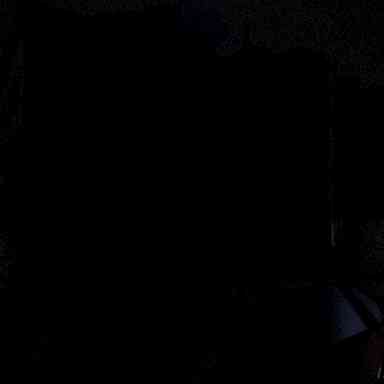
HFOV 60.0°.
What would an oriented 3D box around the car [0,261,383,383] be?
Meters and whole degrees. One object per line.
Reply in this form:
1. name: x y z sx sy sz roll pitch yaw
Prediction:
1. car: 0.483 1.532 3.394 5.357 1.411 2.033 0 0 -34
